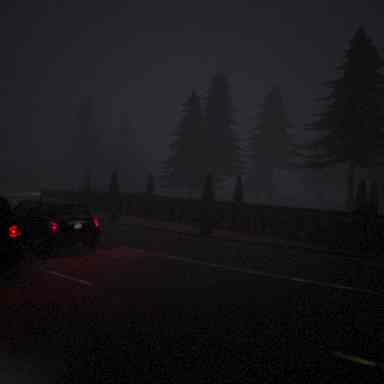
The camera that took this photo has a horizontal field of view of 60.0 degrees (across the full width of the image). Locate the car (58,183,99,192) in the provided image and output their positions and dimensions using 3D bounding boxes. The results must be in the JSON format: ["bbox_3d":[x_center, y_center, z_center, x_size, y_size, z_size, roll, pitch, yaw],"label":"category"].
[{"bbox_3d":[-14.740,-0.426,44.612,2.128,1.511,4.902,4,2,37],"label":"car"}]

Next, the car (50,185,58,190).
[{"bbox_3d":[-17.638,-0.562,46.583,1.994,1.385,4.181,4,2,37],"label":"car"}]

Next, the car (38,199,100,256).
[{"bbox_3d":[-5.421,1.004,12.029,4.553,1.767,2.097,4,2,36],"label":"car"}]

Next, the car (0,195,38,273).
[{"bbox_3d":[-6.589,0.934,8.554,5.566,2.045,2.150,4,2,36],"label":"car"}]
